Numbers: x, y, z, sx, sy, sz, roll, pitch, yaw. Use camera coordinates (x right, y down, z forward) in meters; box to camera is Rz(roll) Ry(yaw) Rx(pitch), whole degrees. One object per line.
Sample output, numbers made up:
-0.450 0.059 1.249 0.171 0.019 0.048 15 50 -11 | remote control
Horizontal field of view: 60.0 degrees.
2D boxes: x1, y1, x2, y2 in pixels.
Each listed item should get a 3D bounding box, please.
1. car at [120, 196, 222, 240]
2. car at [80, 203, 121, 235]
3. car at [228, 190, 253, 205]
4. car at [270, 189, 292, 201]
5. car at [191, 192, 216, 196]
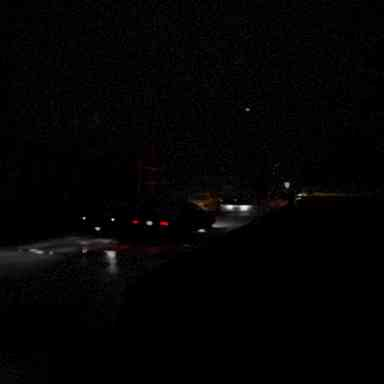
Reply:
-0.592 1.120 14.361 2.033 1.411 5.357 0 1 22 | car
-3.082 1.155 15.797 1.895 1.301 4.718 0 1 23 | car
5.365 0.560 36.188 1.837 1.490 4.892 0 1 23 | car
11.203 0.378 42.750 2.128 1.511 4.902 0 1 23 | car
0.747 0.799 25.054 1.882 1.535 5.008 0 1 23 | car
